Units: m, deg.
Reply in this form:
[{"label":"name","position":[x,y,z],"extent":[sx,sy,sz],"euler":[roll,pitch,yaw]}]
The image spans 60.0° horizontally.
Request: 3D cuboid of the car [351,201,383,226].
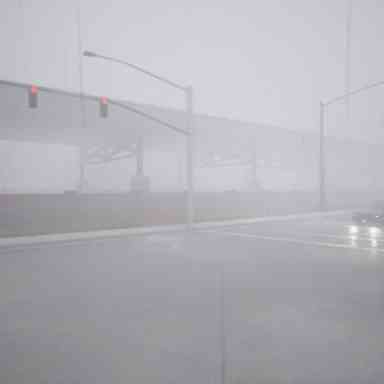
[{"label":"car","position":[12.448,1.285,21.443],"extent":[5.357,1.411,2.033],"euler":[-1,1,-35]}]
